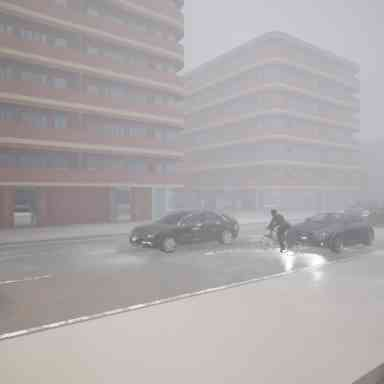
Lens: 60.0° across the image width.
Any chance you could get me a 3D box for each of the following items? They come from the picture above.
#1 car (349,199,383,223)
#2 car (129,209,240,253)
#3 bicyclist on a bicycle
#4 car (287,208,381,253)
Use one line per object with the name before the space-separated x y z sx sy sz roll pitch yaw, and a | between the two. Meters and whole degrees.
car | 11.966 1.351 22.578 4.553 1.767 2.097 0 0 -36
car | -0.188 1.504 13.779 4.892 1.490 1.837 0 0 -36
bicyclist on a bicycle | 3.061 1.441 11.836 0.582 1.620 1.656 0 -2 -36
car | 5.801 1.562 13.817 4.181 1.385 1.994 0 0 -38
